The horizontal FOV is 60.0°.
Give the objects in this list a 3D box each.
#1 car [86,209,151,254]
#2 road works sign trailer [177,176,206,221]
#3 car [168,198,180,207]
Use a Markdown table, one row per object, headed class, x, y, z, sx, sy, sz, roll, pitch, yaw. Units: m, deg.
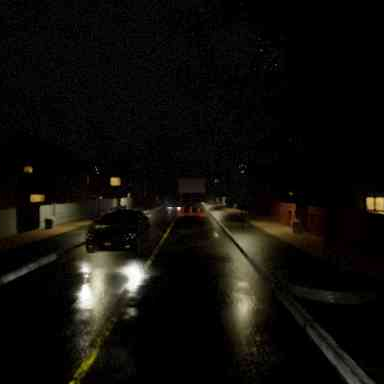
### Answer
| class | x | y | z | sx | sy | sz | roll | pitch | yaw |
| --- | --- | --- | --- | --- | --- | --- | --- | --- | --- |
| car | -2.854 | 1.489 | 13.751 | 1.882 | 1.535 | 5.008 | 0 | 0 | 0 |
| road works sign trailer | -0.006 | 0.503 | 27.584 | 2.380 | 3.560 | 2.880 | 0 | 0 | 0 |
| car | -2.831 | 1.688 | 54.839 | 1.837 | 1.490 | 4.892 | 0 | 0 | 0 |
